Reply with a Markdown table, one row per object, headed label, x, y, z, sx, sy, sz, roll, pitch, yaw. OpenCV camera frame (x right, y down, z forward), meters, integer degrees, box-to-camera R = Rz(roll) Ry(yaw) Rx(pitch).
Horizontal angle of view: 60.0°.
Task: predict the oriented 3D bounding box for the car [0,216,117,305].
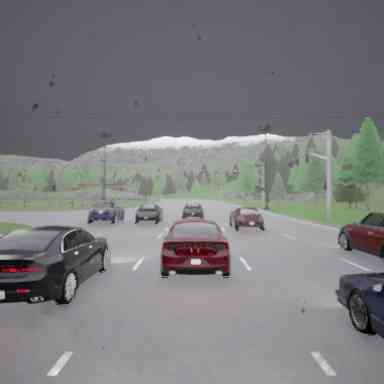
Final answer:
| label | x | y | z | sx | sy | sz | roll | pitch | yaw |
| --- | --- | --- | --- | --- | --- | --- | --- | --- | --- |
| car | -3.403 | 1.579 | 8.237 | 1.837 | 1.490 | 4.892 | 0 | -1 | 0 |

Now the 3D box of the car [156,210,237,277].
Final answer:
| label | x | y | z | sx | sy | sz | roll | pitch | yaw |
| --- | --- | --- | --- | --- | --- | --- | --- | --- | --- |
| car | 0.096 | 1.574 | 10.603 | 1.882 | 1.535 | 5.008 | 0 | 0 | 0 |

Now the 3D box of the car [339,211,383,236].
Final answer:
| label | x | y | z | sx | sy | sz | roll | pitch | yaw |
| --- | --- | --- | --- | --- | --- | --- | --- | --- | --- |
| car | 7.099 | 1.460 | 11.902 | 2.097 | 1.767 | 4.553 | 0 | 0 | 0 |

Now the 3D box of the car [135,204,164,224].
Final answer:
| label | x | y | z | sx | sy | sz | roll | pitch | yaw |
| --- | --- | --- | --- | --- | --- | --- | --- | --- | --- |
| car | -3.401 | 1.736 | 27.067 | 2.128 | 1.511 | 4.902 | 0 | 0 | 0 |

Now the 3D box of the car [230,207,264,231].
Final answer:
| label | x | y | z | sx | sy | sz | roll | pitch | yaw |
| --- | --- | --- | --- | --- | --- | --- | --- | --- | --- |
| car | 3.597 | 1.726 | 22.276 | 1.812 | 1.442 | 4.674 | 0 | 0 | 0 |

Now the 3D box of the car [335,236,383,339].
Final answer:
| label | x | y | z | sx | sy | sz | roll | pitch | yaw |
| --- | --- | --- | --- | --- | --- | --- | --- | --- | --- |
| car | 3.598 | 1.582 | 3.770 | 2.033 | 1.411 | 5.357 | 0 | -1 | 0 |

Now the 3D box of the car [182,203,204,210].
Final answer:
| label | x | y | z | sx | sy | sz | roll | pitch | yaw |
| --- | --- | --- | --- | --- | --- | --- | --- | --- | --- |
| car | 0.098 | 1.779 | 32.022 | 2.128 | 1.511 | 4.902 | 0 | -1 | 0 |

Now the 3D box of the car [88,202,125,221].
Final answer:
| label | x | y | z | sx | sy | sz | roll | pitch | yaw |
| --- | --- | --- | --- | --- | --- | --- | --- | --- | --- |
| car | -6.902 | 1.596 | 27.273 | 2.097 | 1.767 | 4.553 | 0 | -1 | 0 |
